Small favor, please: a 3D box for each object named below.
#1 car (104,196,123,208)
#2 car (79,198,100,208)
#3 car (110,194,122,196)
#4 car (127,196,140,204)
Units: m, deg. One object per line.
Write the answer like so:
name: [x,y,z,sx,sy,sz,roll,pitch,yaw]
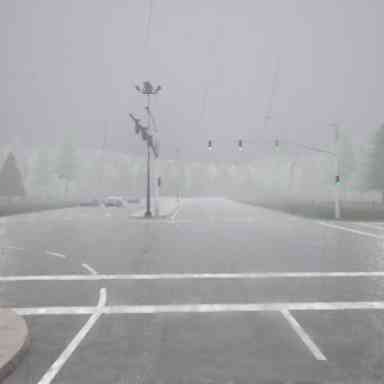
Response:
car: [-11.564,1.648,49.224,1.994,1.385,4.181,0,0,0]
car: [-15.064,1.561,49.136,1.882,1.535,5.008,0,0,0]
car: [-14.998,1.335,65.422,2.150,2.045,5.566,0,0,0]
car: [-11.500,1.590,65.580,1.882,1.535,5.008,0,0,0]
